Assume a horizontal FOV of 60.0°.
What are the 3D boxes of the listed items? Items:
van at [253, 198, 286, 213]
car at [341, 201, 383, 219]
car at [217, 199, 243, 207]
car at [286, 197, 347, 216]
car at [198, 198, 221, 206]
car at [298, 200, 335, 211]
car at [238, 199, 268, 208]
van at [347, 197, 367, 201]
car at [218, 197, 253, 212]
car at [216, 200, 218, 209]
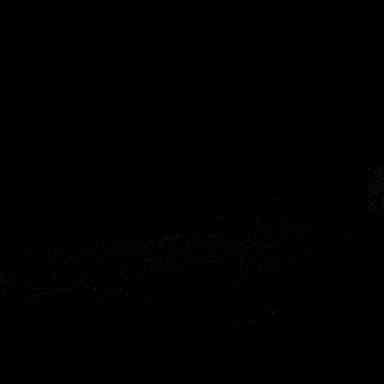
[{"bbox_3d":[9.538,1.599,39.212,1.690,1.788,3.998,-1,0,-36],"label":"van"},{"bbox_3d":[16.148,1.726,29.970,1.802,1.307,4.206,-1,0,-36],"label":"car"},{"bbox_3d":[6.567,1.872,58.037,1.887,1.381,4.507,-1,0,-36],"label":"car"},{"bbox_3d":[12.840,1.517,34.591,2.192,1.841,5.009,-1,0,-36],"label":"car"},{"bbox_3d":[3.265,1.929,62.658,2.008,1.369,4.403,-1,0,-36],"label":"car"},{"bbox_3d":[16.474,1.736,44.176,1.947,1.339,4.313,-1,0,-36],"label":"car"},{"bbox_3d":[9.770,1.803,53.556,1.752,1.417,4.829,-1,0,-36],"label":"car"},{"bbox_3d":[19.771,1.455,39.555,1.690,1.788,3.998,-1,0,-36],"label":"van"},{"bbox_3d":[6.235,1.627,43.832,2.192,1.841,5.009,-1,0,-36],"label":"car"},{"bbox_3d":[2.938,1.915,48.454,2.008,1.369,4.403,-1,0,-36],"label":"car"}]
